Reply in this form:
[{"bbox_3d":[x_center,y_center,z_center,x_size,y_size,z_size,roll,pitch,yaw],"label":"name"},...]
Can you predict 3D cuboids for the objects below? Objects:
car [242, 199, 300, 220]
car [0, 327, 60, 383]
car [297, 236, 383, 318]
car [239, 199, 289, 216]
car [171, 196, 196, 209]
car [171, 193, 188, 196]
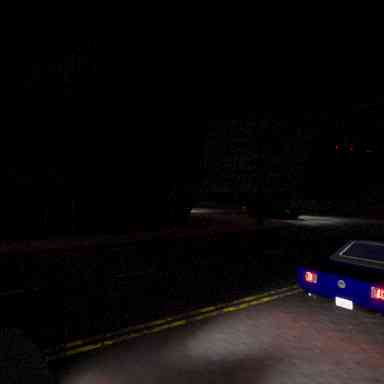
[{"bbox_3d":[6.879,1.478,28.508,1.882,1.535,5.008,0,0,-34],"label":"car"},{"bbox_3d":[-3.079,1.601,1.556,4.718,1.301,1.895,0,0,-35],"label":"car"},{"bbox_3d":[4.403,1.601,6.911,4.718,1.301,1.895,0,0,-35],"label":"car"},{"bbox_3d":[7.296,1.491,34.117,2.128,1.511,4.902,0,0,-36],"label":"car"},{"bbox_3d":[-1.974,1.548,41.043,2.033,1.411,5.357,0,0,-36],"label":"car"},{"bbox_3d":[-1.664,1.222,46.625,2.150,2.045,5.566,0,0,-36],"label":"car"}]
